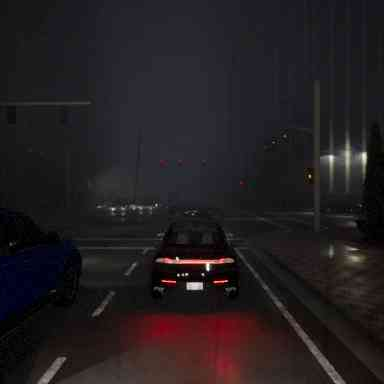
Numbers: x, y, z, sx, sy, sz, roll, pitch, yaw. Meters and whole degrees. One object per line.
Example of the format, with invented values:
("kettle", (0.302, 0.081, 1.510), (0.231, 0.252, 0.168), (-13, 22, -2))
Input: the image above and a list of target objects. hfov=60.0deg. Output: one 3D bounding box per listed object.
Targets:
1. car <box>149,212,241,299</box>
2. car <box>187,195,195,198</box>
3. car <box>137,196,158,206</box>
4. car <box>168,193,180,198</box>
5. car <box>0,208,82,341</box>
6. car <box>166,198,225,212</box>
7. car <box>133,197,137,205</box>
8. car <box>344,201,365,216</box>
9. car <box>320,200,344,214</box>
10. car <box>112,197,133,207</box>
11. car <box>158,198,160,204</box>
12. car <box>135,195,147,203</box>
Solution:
("car", (0.078, 1.492, 8.454), (2.128, 1.511, 4.902), (0, 0, 1))
("car", (-0.133, 1.429, 75.500), (1.837, 1.490, 4.892), (0, 0, 0))
("car", (-7.182, 1.505, 53.975), (1.837, 1.490, 4.892), (0, 0, 0))
("car", (-3.514, 1.221, 64.503), (2.150, 2.045, 5.566), (0, 0, 0))
("car", (-3.451, 1.221, 4.822), (2.150, 2.045, 5.566), (0, 0, 1))
("car", (0.293, 1.491, 27.503), (4.902, 1.511, 2.128), (0, 0, -1))
("car", (-10.674, 1.601, 59.316), (1.895, 1.301, 4.718), (0, 0, 0))
("car", (17.480, 1.505, 31.407), (4.892, 1.490, 1.837), (0, 0, -1))
("car", (15.232, 1.564, 34.882), (4.181, 1.385, 1.994), (0, 0, -1))
("car", (-10.687, 1.526, 50.207), (1.812, 1.442, 4.674), (0, 0, 0))
("car", (-7.168, 1.564, 62.884), (1.994, 1.385, 4.181), (0, 0, 0))
("car", (-10.623, 1.477, 69.758), (1.882, 1.535, 5.008), (0, 0, 0))
